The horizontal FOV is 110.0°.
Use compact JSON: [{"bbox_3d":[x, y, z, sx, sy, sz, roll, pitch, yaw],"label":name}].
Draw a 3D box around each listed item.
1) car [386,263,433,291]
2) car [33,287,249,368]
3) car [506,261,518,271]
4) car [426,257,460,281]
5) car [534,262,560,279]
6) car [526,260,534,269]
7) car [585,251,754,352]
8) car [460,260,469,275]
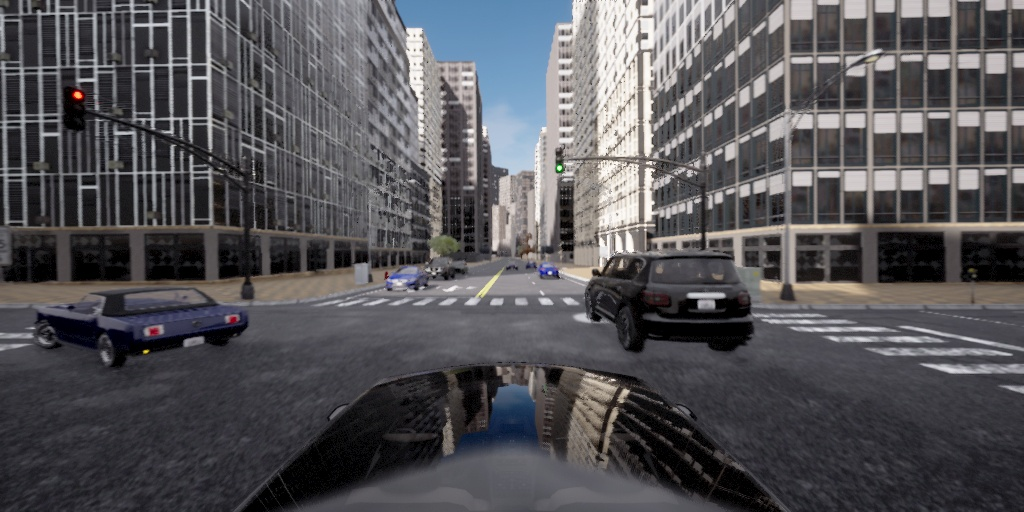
[{"bbox_3d":[-6.591,1.381,23.064,1.812,1.442,4.674,-1,0,-2],"label":"car"},{"bbox_3d":[-7.972,1.314,7.652,4.718,1.301,1.895,0,0,25],"label":"car"},{"bbox_3d":[0.007,1.562,54.829,1.895,1.301,4.718,-1,0,0],"label":"car"},{"bbox_3d":[-6.576,1.132,33.029,2.150,2.045,5.566,-1,0,1],"label":"car"},{"bbox_3d":[3.353,1.341,33.921,1.812,1.442,4.674,-1,0,0],"label":"car"},{"bbox_3d":[3.309,1.483,60.701,1.812,1.442,4.674,-1,0,0],"label":"car"},{"bbox_3d":[3.353,0.907,8.863,2.150,2.045,5.566,0,0,0],"label":"car"},{"bbox_3d":[-6.499,1.317,43.244,2.097,1.767,4.553,-1,0,0],"label":"car"}]
